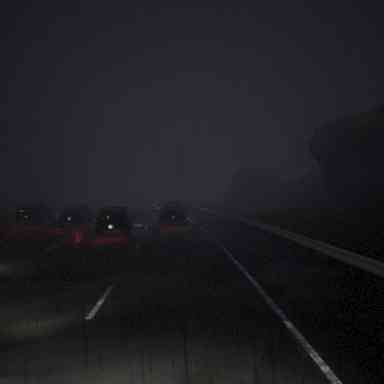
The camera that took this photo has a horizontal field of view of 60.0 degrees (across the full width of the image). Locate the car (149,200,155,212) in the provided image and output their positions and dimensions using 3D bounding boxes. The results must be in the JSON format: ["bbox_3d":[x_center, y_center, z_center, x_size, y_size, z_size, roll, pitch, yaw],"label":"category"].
[{"bbox_3d":[-4.226,1.652,41.431,1.812,1.442,4.674,0,0,-11],"label":"car"}]

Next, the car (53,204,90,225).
[{"bbox_3d":[-8.585,1.612,24.786,1.812,1.442,4.674,0,0,-7],"label":"car"}]

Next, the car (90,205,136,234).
[{"bbox_3d":[-4.512,1.570,19.832,1.837,1.490,4.892,0,0,-6],"label":"car"}]

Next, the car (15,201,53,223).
[{"bbox_3d":[-12.338,1.589,26.473,2.128,1.511,4.902,0,0,-8],"label":"car"}]

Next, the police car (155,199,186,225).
[{"bbox_3d":[-1.570,1.500,25.040,1.930,1.638,5.238,0,0,-7],"label":"police car"}]
